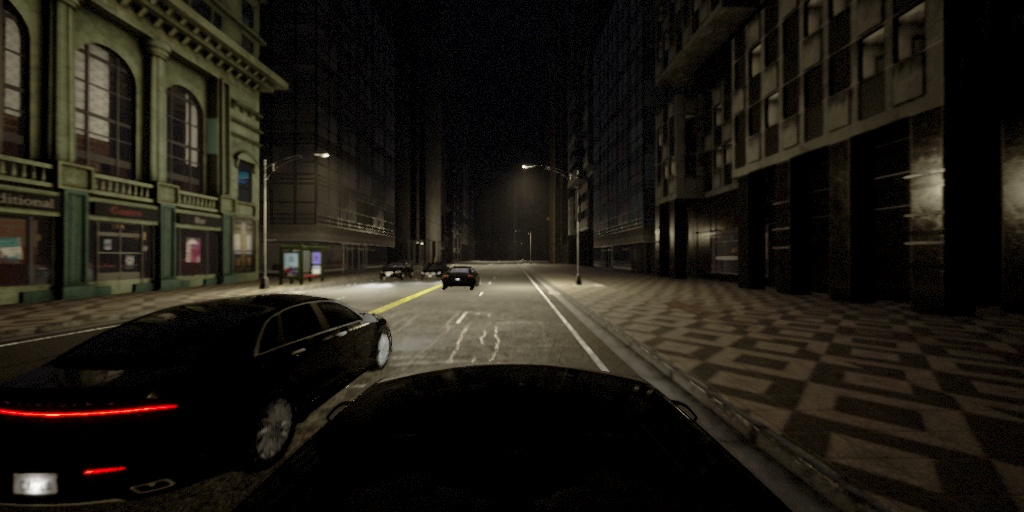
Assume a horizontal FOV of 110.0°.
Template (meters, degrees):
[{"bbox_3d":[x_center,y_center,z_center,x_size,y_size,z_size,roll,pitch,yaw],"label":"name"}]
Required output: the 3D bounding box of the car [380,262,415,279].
[{"bbox_3d":[-9.753,1.261,30.755,2.128,1.511,4.902,0,0,0],"label":"car"}]

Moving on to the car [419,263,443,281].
[{"bbox_3d":[-6.503,1.327,30.759,1.812,1.442,4.674,0,0,0],"label":"car"}]

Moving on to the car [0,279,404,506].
[{"bbox_3d":[-3.151,1.256,4.794,1.837,1.490,4.892,0,0,0],"label":"car"}]

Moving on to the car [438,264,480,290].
[{"bbox_3d":[-3.153,1.319,22.801,1.994,1.385,4.181,0,0,0],"label":"car"}]
